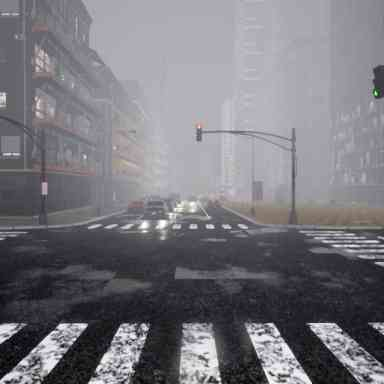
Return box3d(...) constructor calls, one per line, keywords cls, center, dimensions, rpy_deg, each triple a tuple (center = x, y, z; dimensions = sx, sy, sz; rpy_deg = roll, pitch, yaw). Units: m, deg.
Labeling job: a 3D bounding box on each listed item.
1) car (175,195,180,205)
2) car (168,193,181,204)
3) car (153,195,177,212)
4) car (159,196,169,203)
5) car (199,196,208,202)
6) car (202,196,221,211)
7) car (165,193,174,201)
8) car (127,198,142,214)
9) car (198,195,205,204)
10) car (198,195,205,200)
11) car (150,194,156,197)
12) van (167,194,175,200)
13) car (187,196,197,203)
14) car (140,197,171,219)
box3d(cls="car", center=(-3.130, 1.522, 48.764), dimensions=(1.812, 1.442, 4.674), rpy_deg=(0, 0, 0))
box3d(cls="car", center=(-3.089, 1.221, 59.321), dimensions=(2.150, 2.045, 5.566), rpy_deg=(0, 0, 1))
box3d(cls="car", center=(-3.128, 1.473, 38.881), dimensions=(1.882, 1.535, 5.008), rpy_deg=(0, 0, 0))
box3d(cls="car", center=(-5.759, 1.584, 69.257), dimensions=(1.802, 1.307, 4.206), rpy_deg=(-1, 0, 0))
box3d(cls="car", center=(2.584, 1.548, 74.970), dimensions=(1.887, 1.381, 4.507), rpy_deg=(-1, 0, 0))
box3d(cls="car", center=(2.612, 1.540, 41.076), dimensions=(1.887, 1.381, 4.507), rpy_deg=(-1, 0, 0))
box3d(cls="car", center=(-5.777, 1.322, 86.203), dimensions=(2.192, 1.841, 5.009), rpy_deg=(-1, 0, 0))
box3d(cls="car", center=(-5.730, 1.540, 35.363), dimensions=(1.887, 1.381, 4.507), rpy_deg=(-1, 0, 0))
box3d(cls="car", center=(2.593, 1.551, 63.672), dimensions=(2.008, 1.369, 4.403), rpy_deg=(-1, 0, 0))
box3d(cls="car", center=(2.568, 1.535, 92.087), dimensions=(1.752, 1.417, 4.829), rpy_deg=(-1, 0, 0))
box3d(cls="car", center=(-5.737, 1.436, 41.012), dimensions=(1.967, 1.590, 4.097), rpy_deg=(-1, 0, 0))
box3d(cls="van", center=(-5.781, 1.350, 91.851), dimensions=(1.690, 1.788, 3.998), rpy_deg=(-1, 0, 0))
box3d(cls="car", center=(0.043, 1.479, 69.792), dimensions=(1.882, 1.535, 5.008), rpy_deg=(0, 0, 0))
box3d(cls="car", center=(-3.123, 1.501, 29.334), dimensions=(1.837, 1.490, 4.892), rpy_deg=(0, 0, 0))
